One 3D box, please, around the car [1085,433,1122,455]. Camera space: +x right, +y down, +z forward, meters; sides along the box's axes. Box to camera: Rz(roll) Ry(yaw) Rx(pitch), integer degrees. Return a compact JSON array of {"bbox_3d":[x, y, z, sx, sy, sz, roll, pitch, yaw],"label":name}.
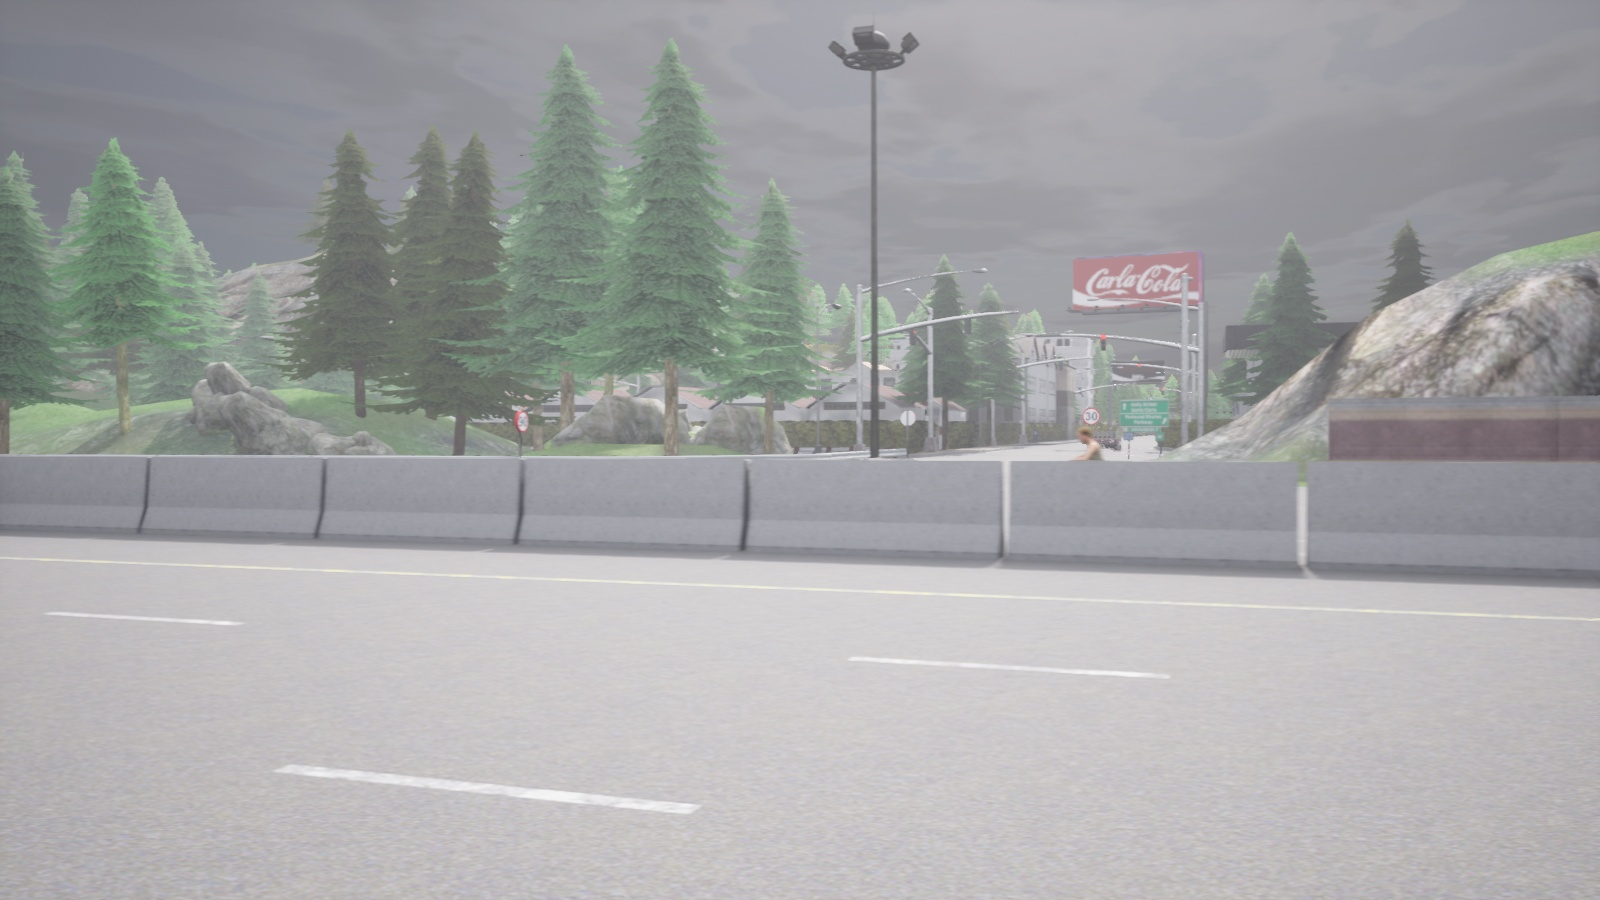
[{"bbox_3d":[19.405,-0.395,80.138,1.895,1.301,4.718,2,1,18],"label":"car"}]
